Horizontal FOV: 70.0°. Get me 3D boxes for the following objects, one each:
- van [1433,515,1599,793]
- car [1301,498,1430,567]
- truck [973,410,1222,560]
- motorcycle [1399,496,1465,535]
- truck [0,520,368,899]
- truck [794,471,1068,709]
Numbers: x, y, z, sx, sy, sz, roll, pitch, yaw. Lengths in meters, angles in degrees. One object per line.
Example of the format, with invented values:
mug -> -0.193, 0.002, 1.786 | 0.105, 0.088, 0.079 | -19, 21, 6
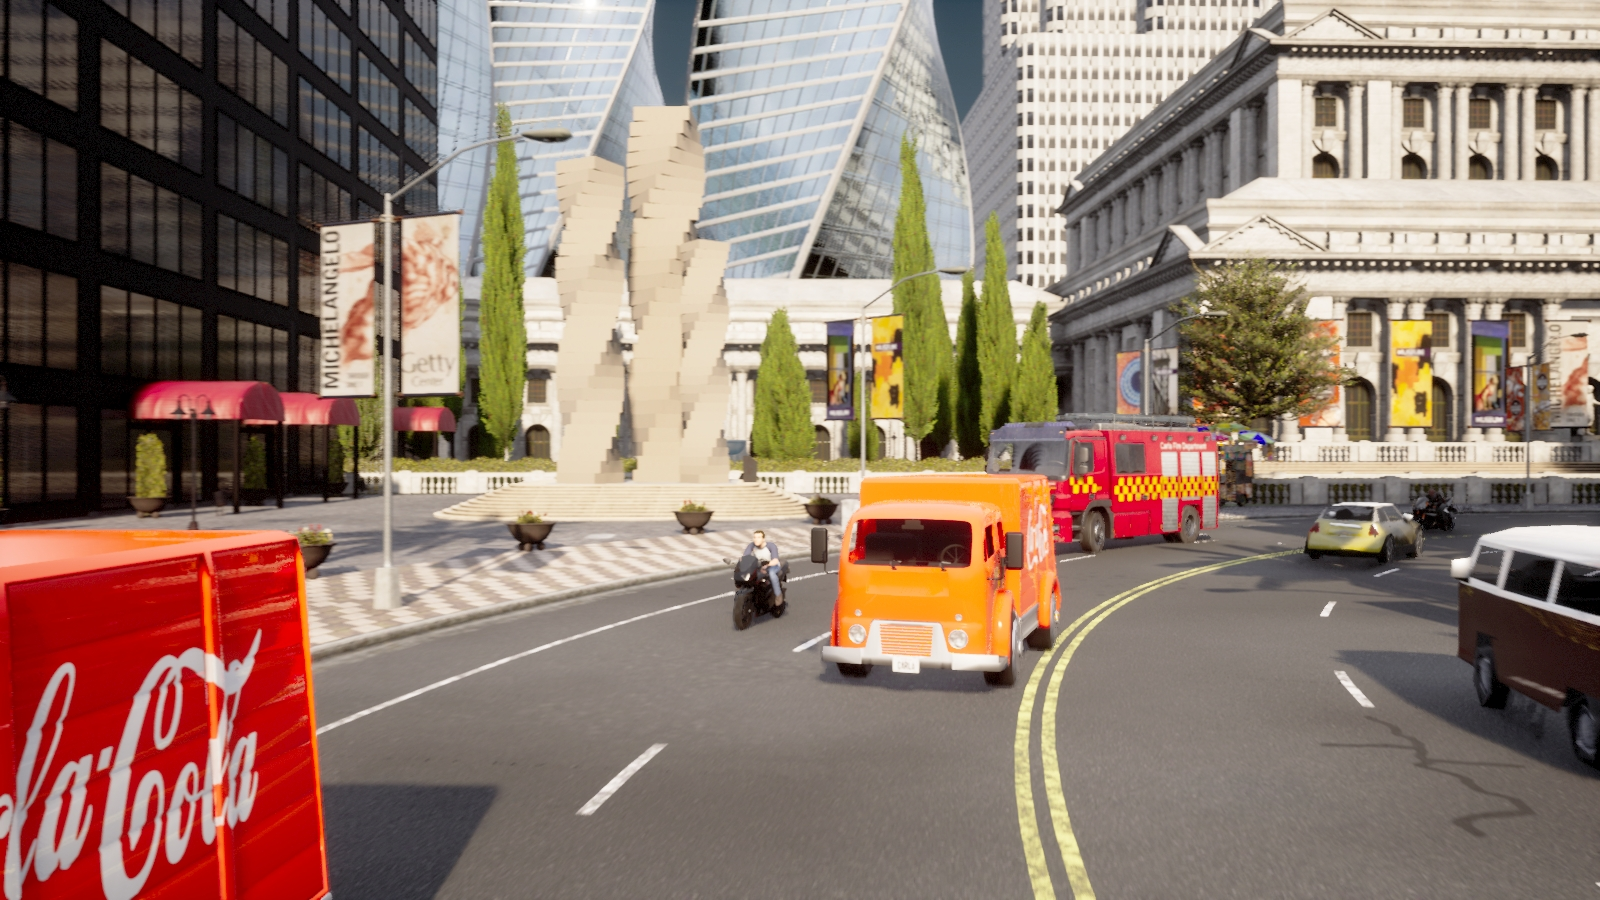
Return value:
van -> 7.995, 1.787, 11.065 | 2.069, 2.038, 4.480 | 0, 0, 13
car -> 14.626, 2.073, 29.468 | 1.970, 1.475, 3.806 | 0, 0, 43
truck -> 8.831, 0.895, 33.174 | 8.468, 3.827, 2.891 | 0, 0, -43
motorcycle -> 21.543, 2.218, 38.927 | 2.209, 1.251, 0.867 | 0, 0, -28
truck -> -3.447, 1.566, 2.815 | 2.627, 2.467, 5.204 | 0, 0, 2
truck -> 1.997, 1.569, 15.235 | 2.627, 2.467, 5.204 | 0, 0, 18
